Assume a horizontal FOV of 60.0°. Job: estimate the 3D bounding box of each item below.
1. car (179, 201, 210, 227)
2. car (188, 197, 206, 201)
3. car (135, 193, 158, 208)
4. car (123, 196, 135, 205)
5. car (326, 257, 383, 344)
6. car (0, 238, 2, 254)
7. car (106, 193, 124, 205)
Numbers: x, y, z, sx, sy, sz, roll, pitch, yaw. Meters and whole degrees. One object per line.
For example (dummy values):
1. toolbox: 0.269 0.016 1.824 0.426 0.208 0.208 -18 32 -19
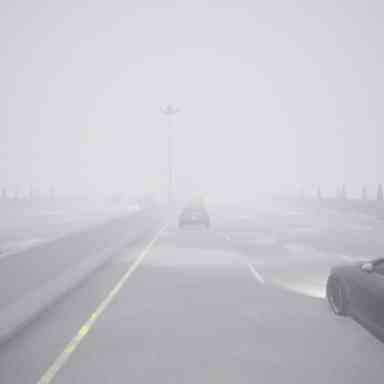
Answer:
1. car: 0.171 1.547 22.538 1.994 1.385 4.181 0 0 1
2. car: 0.590 1.322 40.203 2.097 1.767 4.553 0 0 2
3. car: -6.340 1.185 48.927 2.150 2.045 5.566 0 0 2
4. car: -9.592 1.448 56.494 2.128 1.511 4.902 0 0 2
5. car: 3.602 1.560 4.825 1.994 1.385 4.181 0 0 0
6. car: -7.090 1.345 8.627 2.097 1.767 4.553 0 0 0
7. car: -13.059 1.178 57.318 2.150 2.045 5.566 0 0 2
